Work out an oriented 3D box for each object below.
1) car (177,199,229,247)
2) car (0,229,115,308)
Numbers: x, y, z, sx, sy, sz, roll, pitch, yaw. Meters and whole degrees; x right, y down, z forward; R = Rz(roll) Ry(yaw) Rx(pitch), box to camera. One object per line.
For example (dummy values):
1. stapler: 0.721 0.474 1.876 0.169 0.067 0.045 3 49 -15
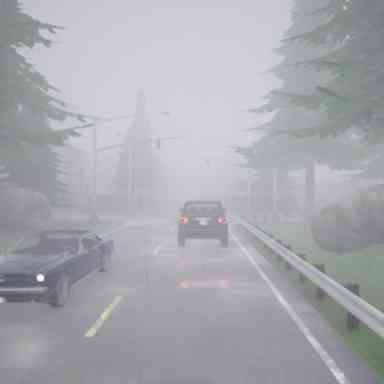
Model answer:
1. car: 0.523 1.329 15.824 2.150 2.045 5.566 0 0 2
2. car: -3.387 1.641 8.153 1.895 1.301 4.718 0 0 2
